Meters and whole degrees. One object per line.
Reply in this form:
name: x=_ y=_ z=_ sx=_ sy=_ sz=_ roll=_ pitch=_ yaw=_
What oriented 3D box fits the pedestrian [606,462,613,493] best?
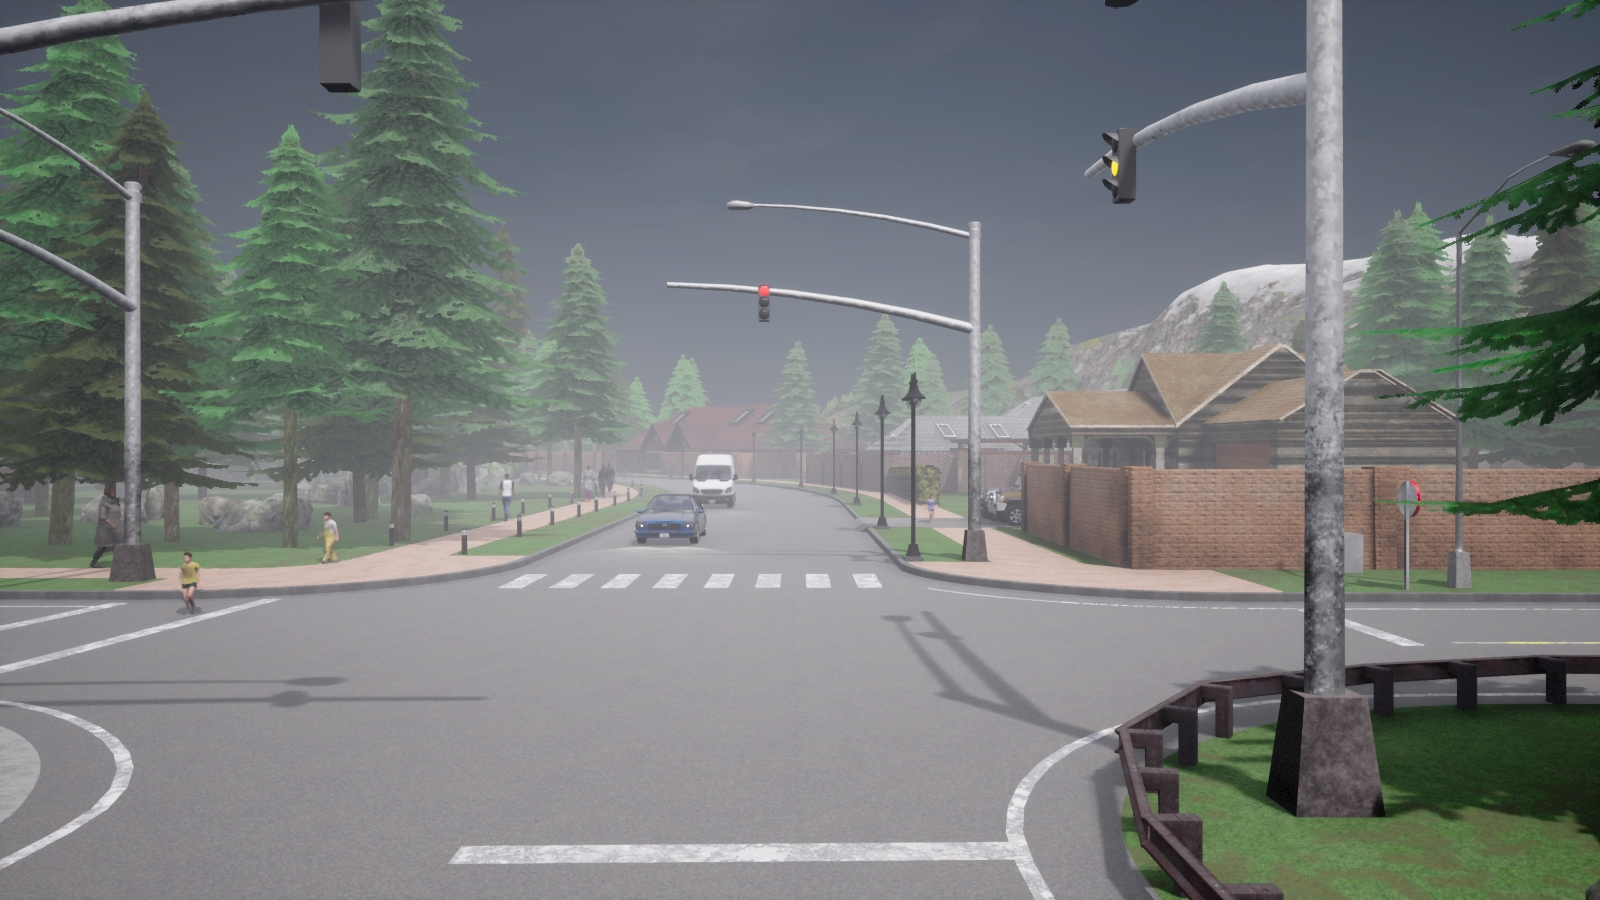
pedestrian: x=-11.545 y=1.662 z=69.331 sx=0.375 sy=1.860 sz=0.375 roll=0 pitch=0 yaw=-12

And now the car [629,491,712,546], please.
car: x=-3.930 y=2.072 z=35.589 sx=2.033 sy=1.411 sz=5.357 roll=0 pitch=0 yaw=0

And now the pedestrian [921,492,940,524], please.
pedestrian: x=4.624 y=2.046 z=40.480 sx=0.500 sy=1.100 sz=0.500 roll=0 pitch=0 yaw=-15

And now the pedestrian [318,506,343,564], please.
pedestrian: x=-10.844 y=1.949 z=26.375 sx=0.375 sy=1.300 sz=0.375 roll=0 pitch=0 yaw=30

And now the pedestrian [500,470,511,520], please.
pedestrian: x=-10.912 y=1.664 z=42.370 sx=0.375 sy=1.860 sz=0.375 roll=0 pitch=0 yaw=-12

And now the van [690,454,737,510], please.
van: x=-4.150 y=1.500 z=55.785 sx=1.988 sy=2.561 sz=5.915 roll=0 pitch=0 yaw=-1

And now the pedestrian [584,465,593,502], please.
pedestrian: x=-10.536 y=1.664 z=57.019 sx=0.375 sy=1.860 sz=0.375 roll=0 pitch=0 yaw=-1

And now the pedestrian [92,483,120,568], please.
pedestrian: x=-15.409 y=1.676 z=25.374 sx=0.375 sy=1.860 sz=0.375 roll=0 pitch=0 yaw=0

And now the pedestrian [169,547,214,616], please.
pedestrian: x=-10.249 y=2.209 z=19.250 sx=0.500 sy=1.100 sz=0.500 roll=0 pitch=0 yaw=-3

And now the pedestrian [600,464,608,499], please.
pedestrian: x=-10.485 y=1.661 z=61.044 sx=0.375 sy=1.860 sz=0.375 roll=0 pitch=0 yaw=-1
